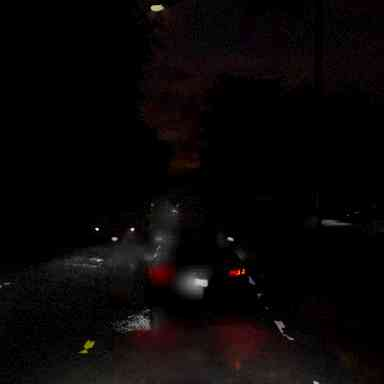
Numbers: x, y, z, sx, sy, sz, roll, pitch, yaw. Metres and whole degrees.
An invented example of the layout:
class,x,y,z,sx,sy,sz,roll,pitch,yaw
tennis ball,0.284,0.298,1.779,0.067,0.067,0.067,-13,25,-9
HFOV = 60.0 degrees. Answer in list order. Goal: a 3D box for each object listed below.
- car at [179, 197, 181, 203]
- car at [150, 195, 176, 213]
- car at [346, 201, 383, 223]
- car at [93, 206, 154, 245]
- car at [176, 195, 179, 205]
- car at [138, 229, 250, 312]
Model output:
class,x,y,z,sx,sy,sz,roll,pitch,yaw
car,-3.181,1.275,63.400,2.128,1.511,4.902,0,0,0
car,-3.154,1.276,35.081,2.097,1.767,4.553,1,0,0
car,13.000,1.315,22.682,4.674,1.442,1.812,-1,1,2
car,-3.141,1.573,15.654,1.895,1.301,4.718,0,0,0
car,-3.186,1.480,47.243,1.895,1.301,4.718,0,0,0
car,0.083,1.557,7.812,1.994,1.385,4.181,0,0,-1
